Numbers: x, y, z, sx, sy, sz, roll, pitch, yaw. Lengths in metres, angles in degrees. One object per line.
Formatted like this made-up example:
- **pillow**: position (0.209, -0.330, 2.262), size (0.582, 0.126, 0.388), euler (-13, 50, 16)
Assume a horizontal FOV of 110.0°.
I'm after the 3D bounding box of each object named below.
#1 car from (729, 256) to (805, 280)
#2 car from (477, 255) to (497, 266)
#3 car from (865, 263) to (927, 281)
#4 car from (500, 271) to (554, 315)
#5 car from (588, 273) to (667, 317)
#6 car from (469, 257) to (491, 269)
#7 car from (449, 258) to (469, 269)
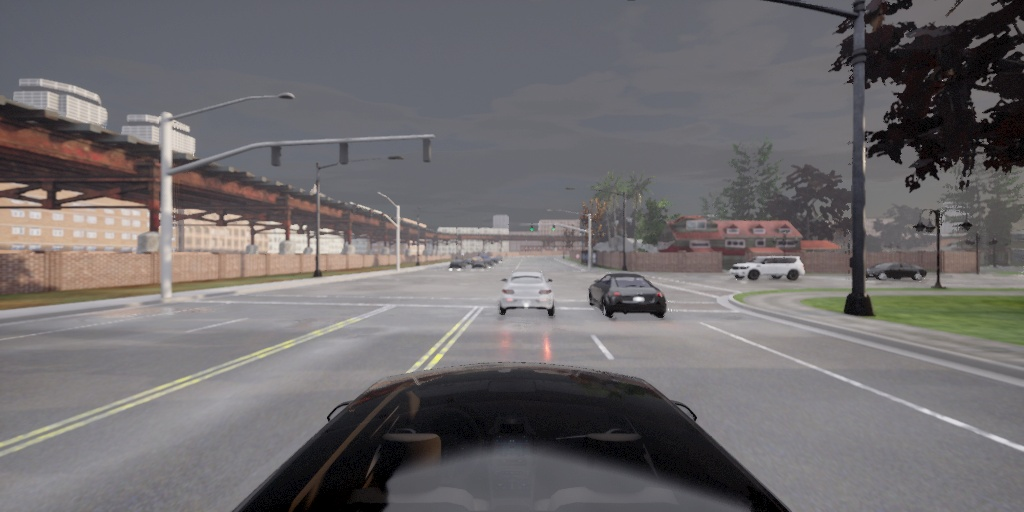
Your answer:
- **car**: position (21.964, 1.024, 30.953), size (5.566, 2.045, 2.150), euler (0, 0, 0)
- **car**: position (-4.328, 1.083, 63.060), size (2.033, 1.411, 5.357), euler (0, 1, 3)
- **car**: position (32.395, 1.325, 30.744), size (4.892, 1.490, 1.837), euler (0, 0, 1)
- **car**: position (0.562, 1.282, 13.512), size (1.812, 1.442, 4.674), euler (0, 0, 3)
- **car**: position (4.064, 1.326, 13.250), size (1.994, 1.385, 4.181), euler (0, 0, 2)
- **car**: position (-4.784, 1.203, 53.902), size (1.994, 1.385, 4.181), euler (0, 1, 3)
- **car**: position (-8.229, 1.172, 55.120), size (2.033, 1.411, 5.357), euler (0, 1, 3)
